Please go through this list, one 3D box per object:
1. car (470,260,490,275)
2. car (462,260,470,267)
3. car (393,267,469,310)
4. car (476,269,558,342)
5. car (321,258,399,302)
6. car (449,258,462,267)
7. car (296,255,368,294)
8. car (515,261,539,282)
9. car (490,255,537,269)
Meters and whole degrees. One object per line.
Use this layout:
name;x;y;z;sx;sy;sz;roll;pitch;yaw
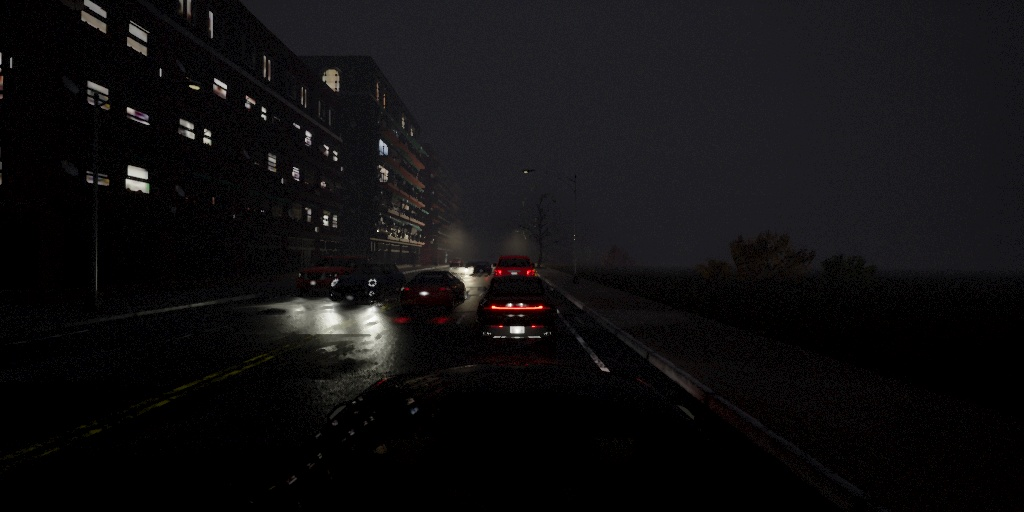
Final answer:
car;-3.122;1.279;38.621;1.812;1.442;4.674;0;0;0
car;-6.547;1.353;58.773;1.895;1.301;4.718;0;0;0
car;-3.141;1.316;14.817;1.994;1.385;4.181;0;0;0
car;0.107;1.256;9.727;1.837;1.490;4.892;0;0;0
car;-6.590;1.104;16.785;2.097;1.767;4.553;0;0;0
car;-9.770;1.104;63.323;2.097;1.767;4.553;0;0;0
car;-9.836;0.974;20.487;2.150;2.045;5.566;0;0;0
car;1.157;1.209;30.482;1.801;1.575;5.366;0;0;0
car;0.112;0.975;20.074;2.150;2.045;5.566;0;0;0
